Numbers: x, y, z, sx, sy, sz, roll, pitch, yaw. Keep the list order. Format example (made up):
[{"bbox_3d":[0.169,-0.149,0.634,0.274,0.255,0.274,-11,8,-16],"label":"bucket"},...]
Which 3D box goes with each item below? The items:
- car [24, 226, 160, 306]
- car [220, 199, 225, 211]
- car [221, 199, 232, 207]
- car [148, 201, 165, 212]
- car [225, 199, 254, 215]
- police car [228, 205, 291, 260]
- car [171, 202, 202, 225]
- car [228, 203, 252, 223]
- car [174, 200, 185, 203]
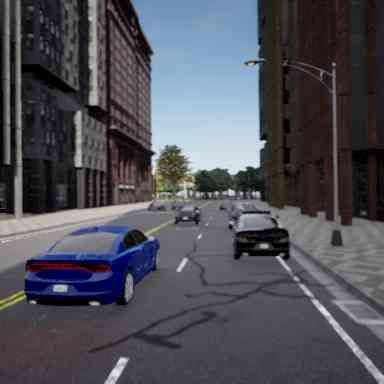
[{"bbox_3d":[-2.091,1.580,8.376,1.882,1.535,5.008,-1,-1,6],"label":"car"},{"bbox_3d":[4.993,1.938,47.520,1.994,1.385,4.181,-1,0,6],"label":"car"},{"bbox_3d":[6.707,2.055,64.666,2.033,1.411,5.357,-1,-1,6],"label":"car"},{"bbox_3d":[-4.955,2.010,46.966,1.812,1.442,4.674,-1,-1,6],"label":"car"},{"bbox_3d":[3.501,1.520,22.856,2.097,1.767,4.553,-1,-1,6],"label":"car"},{"bbox_3d":[2.520,1.516,13.043,1.930,1.638,5.238,-1,-1,6],"label":"police car"},{"bbox_3d":[-0.248,1.772,26.643,1.812,1.442,4.674,-1,-1,6],"label":"car"},{"bbox_3d":[4.104,1.742,28.853,1.812,1.442,4.674,-1,-1,6],"label":"car"},{"bbox_3d":[-1.768,1.946,46.180,1.837,1.490,4.892,-1,-1,6],"label":"car"}]
